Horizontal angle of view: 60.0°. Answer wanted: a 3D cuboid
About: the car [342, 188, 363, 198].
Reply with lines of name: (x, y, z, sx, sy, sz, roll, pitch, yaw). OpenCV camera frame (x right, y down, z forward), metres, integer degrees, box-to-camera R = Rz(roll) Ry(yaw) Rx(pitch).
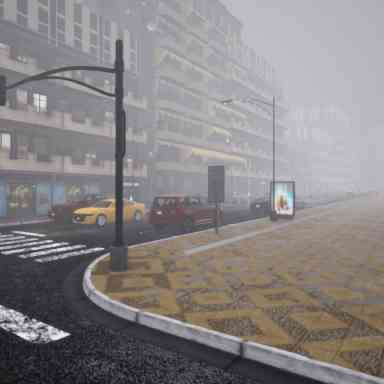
car: (28.392, 0.308, 58.675, 1.887, 1.381, 4.507, 1, 2, 35)

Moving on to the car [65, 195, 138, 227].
car: (-5.054, 1.180, 20.885, 1.882, 1.535, 5.008, 0, 1, 34)

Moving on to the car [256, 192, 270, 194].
car: (10.242, 0.707, 42.753, 1.837, 1.490, 4.892, 0, 1, 35)

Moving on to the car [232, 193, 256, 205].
car: (5.609, 0.828, 40.672, 2.008, 1.369, 4.403, 2, 2, 35)

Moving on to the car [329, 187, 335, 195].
car: (31.000, -0.028, 77.055, 1.887, 1.381, 4.507, 2, 2, 35)

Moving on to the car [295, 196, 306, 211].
car: (9.344, 0.964, 31.382, 1.947, 1.339, 4.313, 1, 2, 35)

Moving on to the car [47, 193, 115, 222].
car: (-7.085, 1.010, 22.474, 2.192, 1.841, 5.009, 1, 2, 35)

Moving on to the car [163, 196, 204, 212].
car: (-0.739, 1.069, 31.577, 1.802, 1.307, 4.206, 2, 2, 35)

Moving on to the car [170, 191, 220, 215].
car: (0.331, 0.878, 28.606, 2.097, 1.767, 4.553, 0, 1, 35)

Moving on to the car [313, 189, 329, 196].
car: (27.826, -0.025, 72.503, 1.967, 1.590, 4.097, 2, 2, 35)

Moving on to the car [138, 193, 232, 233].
car: (-0.179, 1.026, 17.728, 2.192, 1.841, 5.009, 1, 2, 35)

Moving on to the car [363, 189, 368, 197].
car: (31.567, 0.098, 63.220, 1.967, 1.590, 4.097, 1, 2, 35)

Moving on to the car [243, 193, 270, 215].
car: (6.169, 1.069, 26.832, 1.947, 1.339, 4.313, 1, 2, 35)

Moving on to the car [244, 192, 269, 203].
car: (8.782, 0.754, 45.220, 1.802, 1.307, 4.206, 2, 2, 35)

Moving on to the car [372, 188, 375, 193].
car: (37.916, -0.012, 72.321, 1.887, 1.381, 4.507, 1, 2, 35)

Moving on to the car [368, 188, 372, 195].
car: (34.741, 0.095, 67.772, 1.887, 1.381, 4.507, 1, 2, 35)

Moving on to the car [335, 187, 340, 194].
car: (34.175, -0.240, 81.600, 1.967, 1.590, 4.097, 2, 2, 35)

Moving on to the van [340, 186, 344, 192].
van: (37.349, -0.446, 86.145, 1.690, 1.788, 3.998, 2, 2, 35)

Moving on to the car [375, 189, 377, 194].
car: (44.265, -0.221, 81.419, 2.008, 1.369, 4.403, 1, 2, 35)
